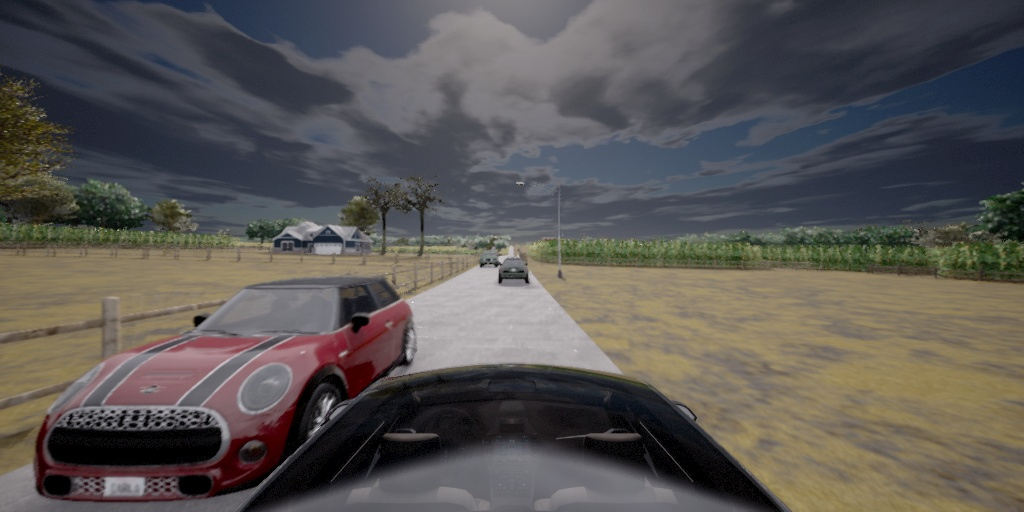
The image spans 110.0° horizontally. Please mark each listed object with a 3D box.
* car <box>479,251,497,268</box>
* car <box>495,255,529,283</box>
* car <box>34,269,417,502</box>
[{"bbox_3d":[-2.834,0.379,45.060,2.150,2.045,5.566,0,1,0],"label":"car"},{"bbox_3d":[0.103,0.905,25.945,2.097,1.767,4.553,0,1,0],"label":"car"},{"bbox_3d":[-2.850,1.095,4.880,2.097,1.767,4.553,0,0,0],"label":"car"}]
